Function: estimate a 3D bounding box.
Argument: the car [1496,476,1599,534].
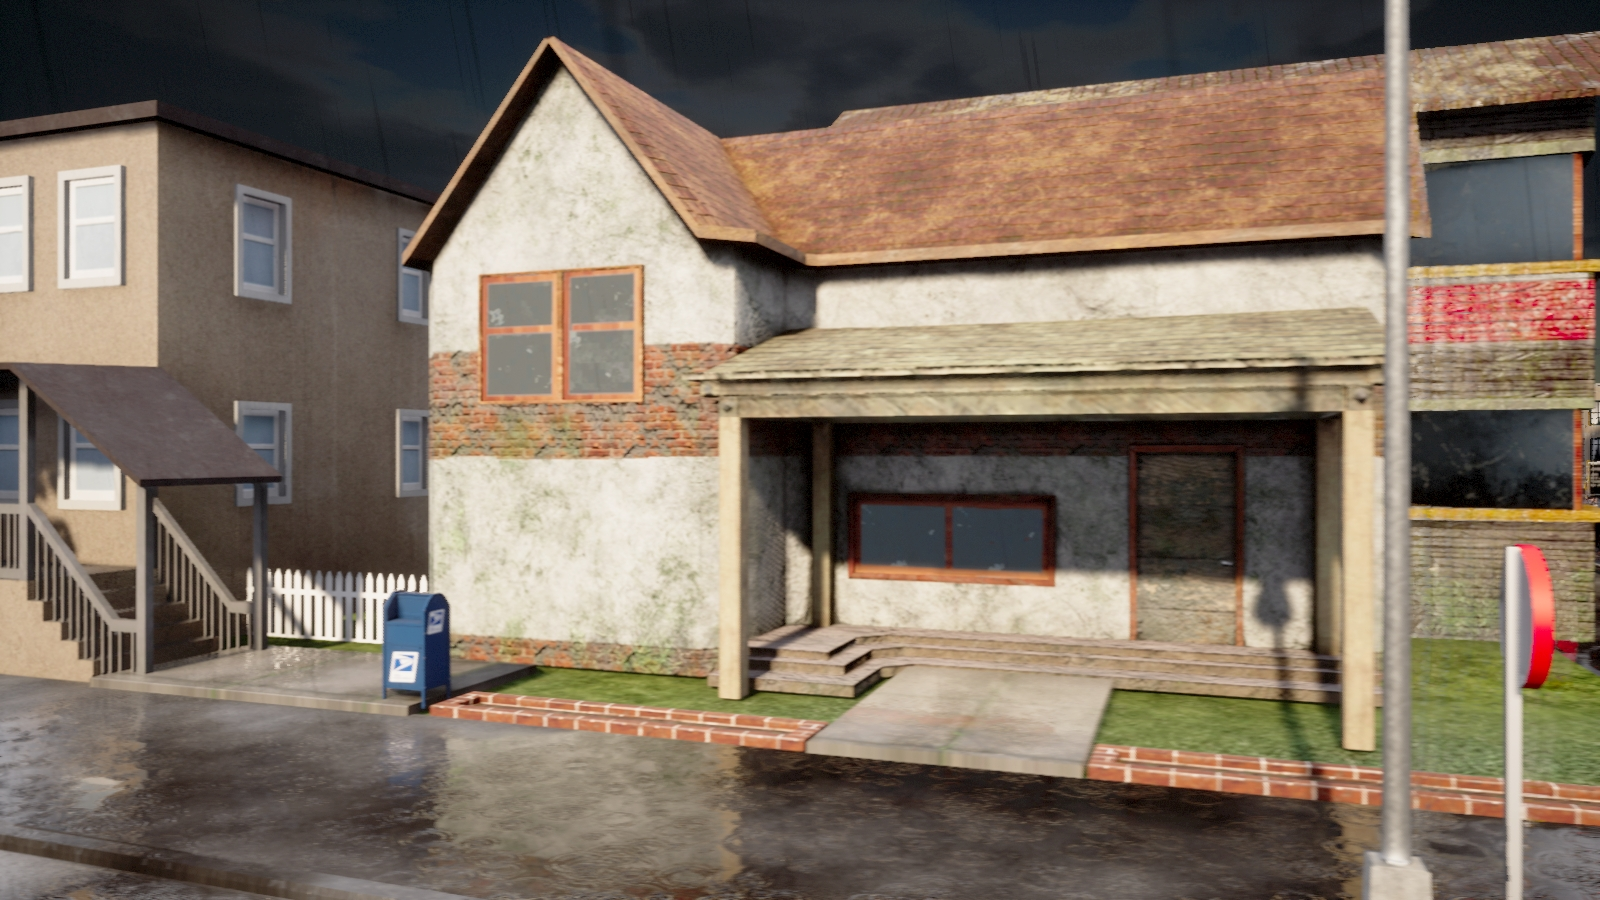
[{"bbox_3d":[24.639,1.748,37.478,2.242,1.667,4.611,0,0,20],"label":"car"}]

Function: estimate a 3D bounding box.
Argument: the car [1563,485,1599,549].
[{"bbox_3d":[22.234,1.798,30.894,1.789,1.549,3.705,0,1,20],"label":"car"}]
